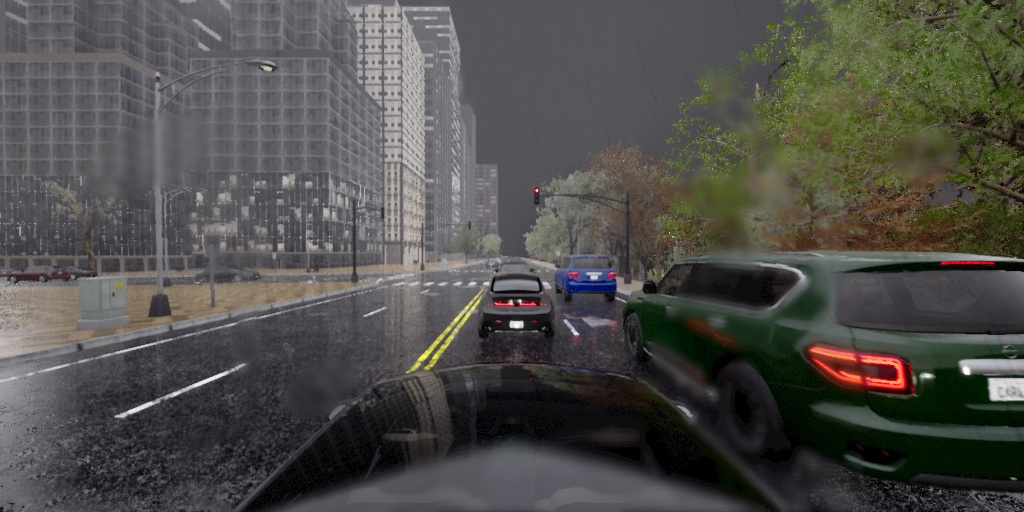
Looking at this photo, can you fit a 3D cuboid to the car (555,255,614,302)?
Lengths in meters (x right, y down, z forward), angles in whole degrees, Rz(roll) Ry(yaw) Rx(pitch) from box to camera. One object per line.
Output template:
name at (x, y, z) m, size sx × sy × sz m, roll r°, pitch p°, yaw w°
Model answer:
car at (3.348, 0.959, 17.128) m, size 2.150 × 2.045 × 5.566 m, roll 0°, pitch 0°, yaw 1°

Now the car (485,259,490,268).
car at (-3.209, 1.196, 57.727) m, size 2.128 × 1.511 × 4.902 m, roll 0°, pitch 0°, yaw 0°

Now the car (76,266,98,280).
car at (-50.146, 1.947, 40.747) m, size 4.892 × 1.490 × 1.837 m, roll -1°, pitch 1°, yaw 1°

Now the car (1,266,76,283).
car at (-49.394, 1.813, 37.506) m, size 4.553 × 1.767 × 2.097 m, roll -1°, pitch 1°, yaw 1°

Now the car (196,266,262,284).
car at (-24.155, 1.630, 30.673) m, size 4.892 × 1.490 × 1.837 m, roll -1°, pitch 1°, yaw 0°

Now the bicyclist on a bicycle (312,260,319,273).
bicyclist on a bicycle at (-24.557, 1.301, 44.776) m, size 0.582 × 1.620 × 1.656 m, roll -1°, pitch 1°, yaw 0°

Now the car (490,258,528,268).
car at (0.116, 1.088, 19.297) m, size 2.097 × 1.767 × 4.553 m, roll 0°, pitch 0°, yaw 0°

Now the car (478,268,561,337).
car at (0.111, 1.248, 10.238) m, size 1.837 × 1.490 × 4.892 m, roll 0°, pitch 0°, yaw 0°

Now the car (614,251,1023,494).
car at (3.337, 0.970, 5.056) m, size 2.150 × 2.045 × 5.566 m, roll 0°, pitch 0°, yaw 0°
